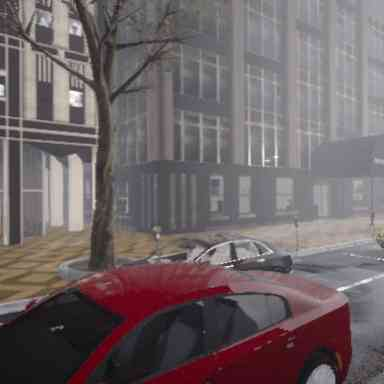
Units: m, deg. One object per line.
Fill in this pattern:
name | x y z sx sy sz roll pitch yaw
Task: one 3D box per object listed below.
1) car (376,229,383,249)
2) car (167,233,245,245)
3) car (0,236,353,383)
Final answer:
car | 9.254 1.529 13.537 4.829 1.417 1.752 0 0 -37
car | 0.255 1.574 6.826 4.403 1.369 2.008 0 0 -37
car | -0.510 1.491 3.022 5.008 1.535 1.882 0 0 -37
